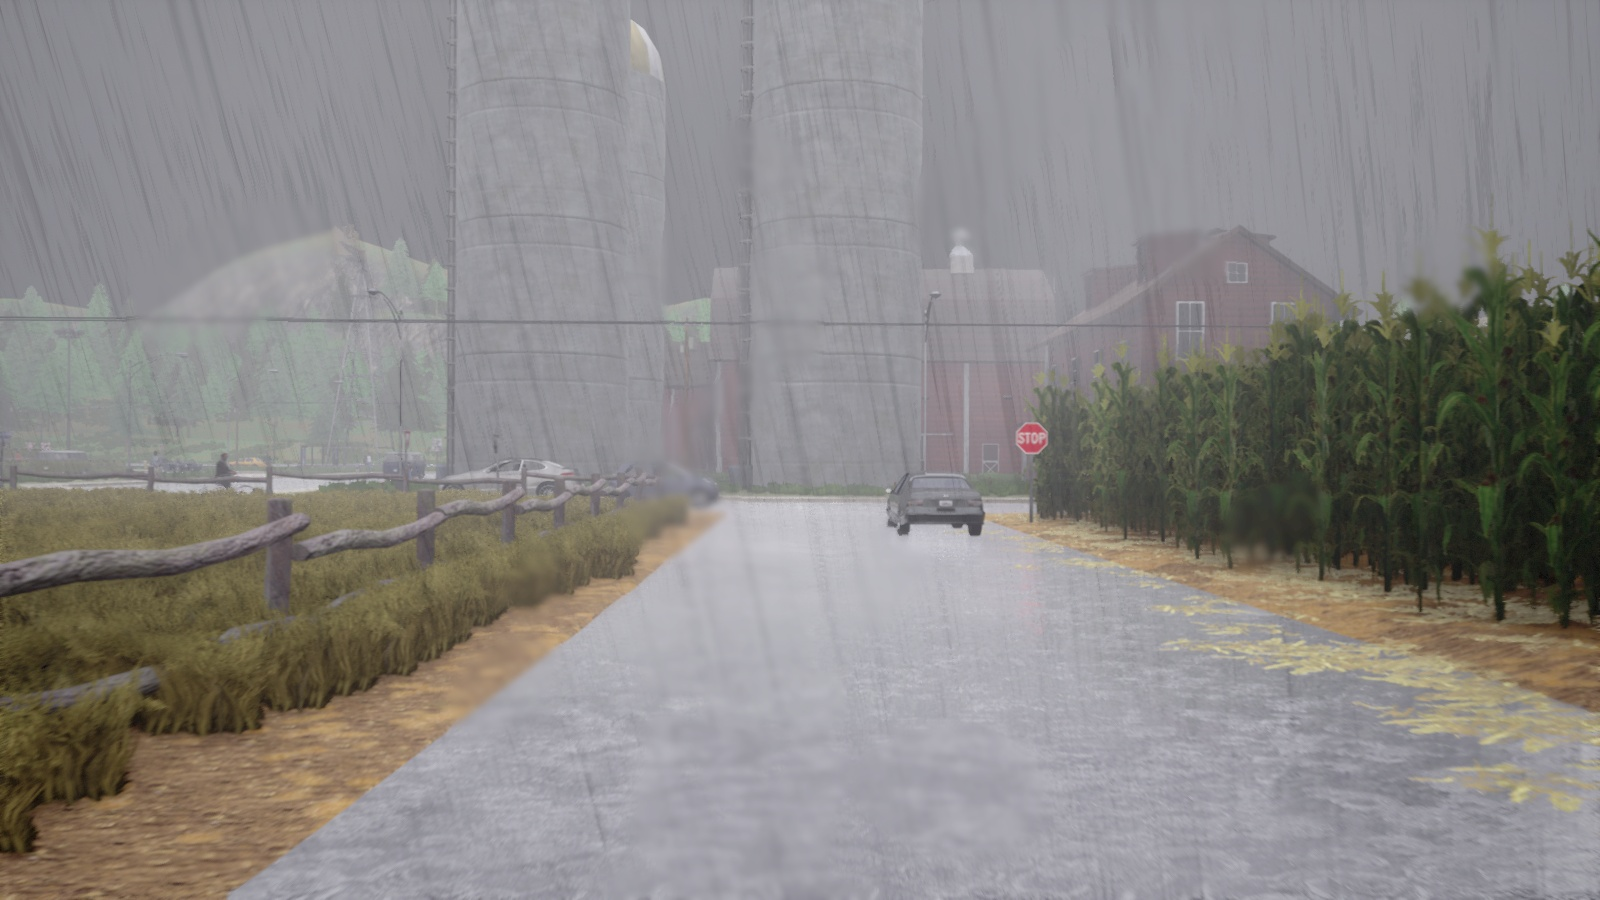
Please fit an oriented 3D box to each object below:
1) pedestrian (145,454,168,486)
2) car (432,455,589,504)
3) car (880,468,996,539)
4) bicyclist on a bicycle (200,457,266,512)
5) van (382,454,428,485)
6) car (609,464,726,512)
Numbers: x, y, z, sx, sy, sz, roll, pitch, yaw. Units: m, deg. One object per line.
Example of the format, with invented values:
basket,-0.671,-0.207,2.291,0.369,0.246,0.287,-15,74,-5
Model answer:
pedestrian,-38.197,1.177,74.543,0.874,1.855,0.900,0,0,-2
car,-10.128,1.015,44.227,5.027,1.651,2.152,0,0,1
car,3.037,1.142,28.728,2.033,1.411,5.357,0,0,0
bicyclist on a bicycle,-18.435,1.120,40.839,1.843,1.776,0.659,0,-1,2
van,-26.529,1.285,84.476,1.775,1.987,4.442,0,0,-1
car,-4.261,1.207,40.786,3.633,1.501,1.845,0,0,0
